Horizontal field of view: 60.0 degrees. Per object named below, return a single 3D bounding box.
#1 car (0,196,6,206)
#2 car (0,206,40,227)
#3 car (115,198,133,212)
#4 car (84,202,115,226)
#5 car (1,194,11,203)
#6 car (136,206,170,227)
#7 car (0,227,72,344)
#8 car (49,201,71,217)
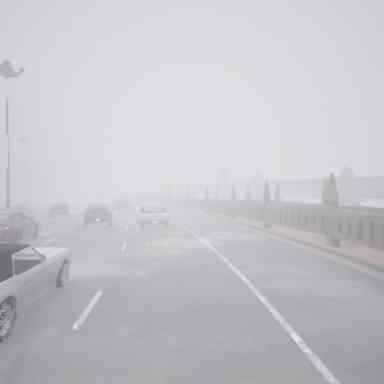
[{"bbox_3d":[-24.165,1.638,40.597,1.882,1.535,5.008,0,0,-26],"label":"car"},{"bbox_3d":[-8.369,1.565,15.061,1.812,1.442,4.674,0,0,-9],"label":"car"},{"bbox_3d":[-8.334,1.534,39.902,1.837,1.490,4.892,0,0,-22],"label":"car"},{"bbox_3d":[-6.648,1.533,23.821,1.837,1.490,4.892,0,0,-13],"label":"car"},{"bbox_3d":[-44.299,1.554,79.069,2.150,2.045,5.566,-1,-1,-28],"label":"car"},{"bbox_3d":[-2.807,1.606,22.980,1.895,1.301,4.718,0,0,-13],"label":"car"},{"bbox_3d":[-3.792,1.616,6.276,1.895,1.301,4.718,0,0,-4],"label":"car"},{"bbox_3d":[-13.060,1.596,32.841,1.812,1.442,4.674,0,0,-19],"label":"car"}]
